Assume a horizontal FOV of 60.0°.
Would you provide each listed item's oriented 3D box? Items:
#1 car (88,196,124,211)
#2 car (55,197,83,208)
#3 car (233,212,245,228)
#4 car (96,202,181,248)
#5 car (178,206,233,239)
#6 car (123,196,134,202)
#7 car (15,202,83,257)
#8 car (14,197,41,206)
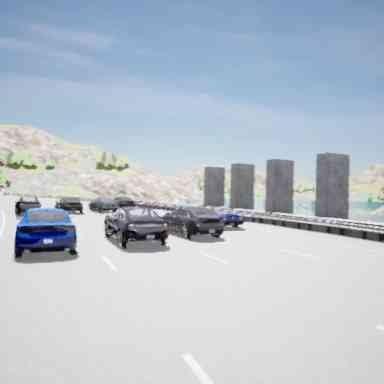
[{"bbox_3d":[-9.013,1.316,33.660,2.033,1.411,5.357,1,0,-31],"label":"car"},{"bbox_3d":[-11.467,1.214,30.952,1.837,1.490,4.892,2,0,-31],"label":"car"},{"bbox_3d":[1.438,1.628,22.127,1.895,1.301,4.718,1,0,-27],"label":"car"},{"bbox_3d":[-2.566,1.423,14.498,2.128,1.511,4.902,1,0,-25],"label":"car"},{"bbox_3d":[-0.113,1.497,17.423,1.837,1.490,4.892,1,0,-25],"label":"car"},{"bbox_3d":[-8.306,1.287,39.082,1.837,1.490,4.892,2,0,-33],"label":"car"},{"bbox_3d":[-5.470,1.339,12.465,1.882,1.535,5.008,1,0,-25],"label":"car"},{"bbox_3d":[-13.886,1.143,28.202,2.128,1.511,4.902,1,0,-30],"label":"car"}]
